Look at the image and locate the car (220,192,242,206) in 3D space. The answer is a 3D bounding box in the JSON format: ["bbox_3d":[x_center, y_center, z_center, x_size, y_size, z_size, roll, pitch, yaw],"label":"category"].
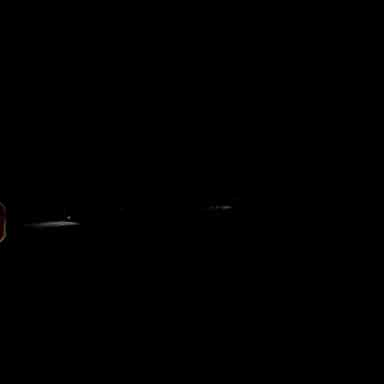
[{"bbox_3d":[6.299,1.036,50.749,2.150,2.045,5.566,0,0,33],"label":"car"}]

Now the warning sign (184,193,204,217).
[{"bbox_3d":[0.178,1.061,27.350,1.300,1.860,1.060,-1,0,31],"label":"warning sign"}]

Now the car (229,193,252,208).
[{"bbox_3d":[7.272,1.302,45.441,1.882,1.535,5.008,0,0,32],"label":"car"}]

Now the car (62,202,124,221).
[{"bbox_3d":[-8.021,1.560,27.635,2.033,1.411,5.357,0,0,32],"label":"car"}]
